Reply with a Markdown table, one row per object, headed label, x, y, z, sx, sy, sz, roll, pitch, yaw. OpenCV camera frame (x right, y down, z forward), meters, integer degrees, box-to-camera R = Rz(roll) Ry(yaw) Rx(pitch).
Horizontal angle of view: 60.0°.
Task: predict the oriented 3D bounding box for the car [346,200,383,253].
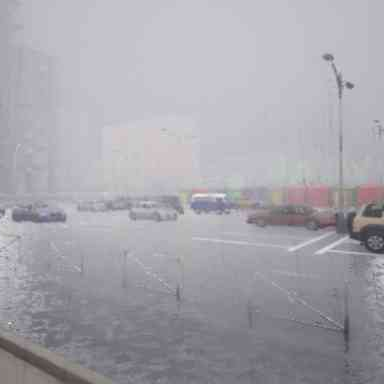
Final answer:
| label | x | y | z | sx | sy | sz | roll | pitch | yaw |
| --- | --- | --- | --- | --- | --- | --- | --- | --- | --- |
| car | 7.821 | 1.154 | 11.248 | 4.605 | 1.855 | 1.932 | -1 | 0 | 36 |

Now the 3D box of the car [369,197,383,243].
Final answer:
| label | x | y | z | sx | sy | sz | roll | pitch | yaw |
| --- | --- | --- | --- | --- | --- | --- | --- | --- | --- |
| car | 9.556 | 1.157 | 13.565 | 3.866 | 1.878 | 1.905 | -1 | 0 | 36 |

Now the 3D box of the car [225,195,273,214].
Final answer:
| label | x | y | z | sx | sy | sz | roll | pitch | yaw |
| --- | --- | --- | --- | --- | --- | --- | --- | --- | --- |
| car | 6.753 | 1.301 | 39.731 | 4.605 | 1.855 | 1.932 | -1 | 0 | 36 |

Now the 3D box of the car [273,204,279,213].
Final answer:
| label | x | y | z | sx | sy | sz | roll | pitch | yaw |
| --- | --- | --- | --- | --- | --- | --- | --- | --- | --- |
| car | 8.498 | 1.511 | 42.044 | 3.905 | 1.438 | 1.784 | -1 | 0 | 36 |

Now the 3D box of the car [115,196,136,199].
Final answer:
| label | x | y | z | sx | sy | sz | roll | pitch | yaw |
| --- | --- | --- | --- | --- | --- | --- | --- | --- | --- |
| car | -8.714 | 1.428 | 44.021 | 4.605 | 1.855 | 1.932 | -1 | 0 | 36 |

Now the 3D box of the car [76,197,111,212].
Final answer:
| label | x | y | z | sx | sy | sz | roll | pitch | yaw |
| --- | --- | --- | --- | --- | --- | --- | --- | --- | --- |
| car | -11.930 | 1.670 | 39.463 | 3.806 | 1.475 | 1.970 | -1 | 0 | 36 |

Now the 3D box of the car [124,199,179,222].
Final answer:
| label | x | y | z | sx | sy | sz | roll | pitch | yaw |
| --- | --- | --- | --- | --- | --- | --- | --- | --- | --- |
| car | -3.041 | 1.543 | 25.961 | 3.806 | 1.475 | 1.970 | -1 | 0 | 36 |

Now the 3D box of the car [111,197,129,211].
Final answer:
| label | x | y | z | sx | sy | sz | roll | pitch | yaw |
| --- | --- | --- | --- | --- | --- | --- | --- | --- | --- |
| car | -10.239 | 1.638 | 41.812 | 3.905 | 1.438 | 1.784 | -1 | 0 | 36 |
